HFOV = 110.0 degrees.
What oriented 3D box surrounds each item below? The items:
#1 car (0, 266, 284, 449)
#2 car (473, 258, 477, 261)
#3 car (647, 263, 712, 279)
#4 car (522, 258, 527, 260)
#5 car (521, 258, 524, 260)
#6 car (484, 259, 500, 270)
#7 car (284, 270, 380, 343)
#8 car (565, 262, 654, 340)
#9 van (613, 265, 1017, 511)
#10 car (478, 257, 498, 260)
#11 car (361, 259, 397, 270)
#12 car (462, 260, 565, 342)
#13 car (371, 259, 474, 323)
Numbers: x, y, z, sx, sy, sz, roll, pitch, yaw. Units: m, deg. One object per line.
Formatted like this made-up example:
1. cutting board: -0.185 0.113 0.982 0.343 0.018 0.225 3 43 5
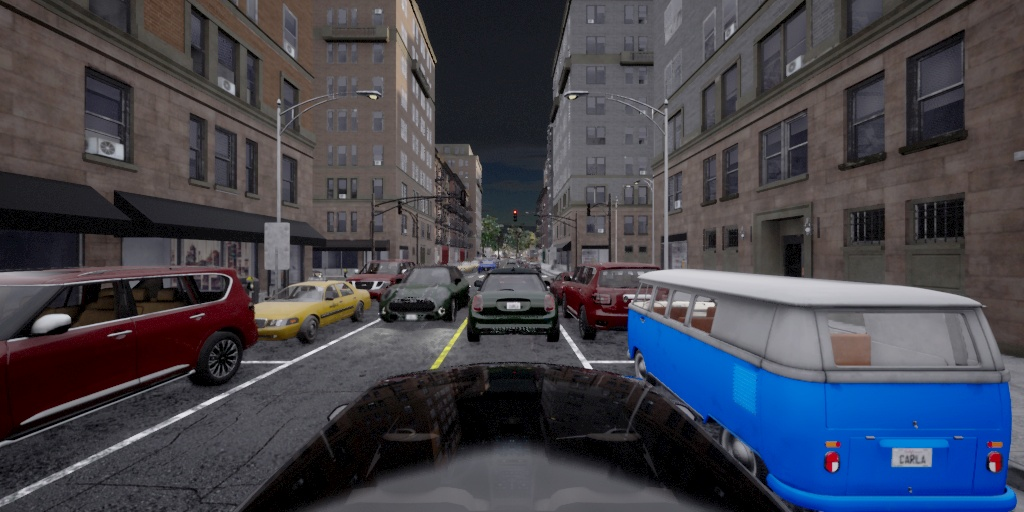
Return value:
1. car: -5.403 1.065 4.200 2.192 1.841 5.009 0 0 0
2. car: -5.493 1.272 42.394 1.751 1.417 4.829 0 0 0
3. car: 14.305 1.276 30.752 4.718 1.301 1.895 0 0 -3
4. car: 2.560 1.297 42.580 2.007 1.370 4.403 0 0 0
5. car: 2.549 1.291 48.061 1.888 1.381 4.507 0 0 0
6. car: -2.939 1.238 52.779 2.128 1.511 4.902 0 0 0
7. car: -5.414 1.275 9.708 1.751 1.417 4.829 0 0 0
8. car: 2.623 1.064 9.892 2.192 1.841 5.009 0 0 0
9. van: 2.634 1.091 4.214 1.690 1.789 3.998 0 0 0
10. car: -2.922 1.224 42.812 1.882 1.535 5.008 0 0 0
11. car: -5.427 1.063 15.557 2.192 1.841 5.009 0 0 0
12. car: 0.018 1.101 9.928 2.097 1.767 4.553 0 0 0
13. car: -2.721 1.101 12.142 2.097 1.767 4.553 0 0 2
